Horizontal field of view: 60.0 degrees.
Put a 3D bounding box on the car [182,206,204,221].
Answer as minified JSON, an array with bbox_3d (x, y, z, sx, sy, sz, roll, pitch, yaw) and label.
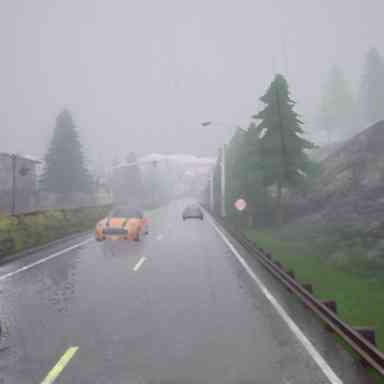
[{"bbox_3d":[0.091,1.987,31.898,1.994,1.385,4.181,0,-1,0],"label":"car"}]

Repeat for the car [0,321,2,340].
[{"bbox_3d":[-3.604,1.604,2.858,1.994,1.385,4.181,0,-1,0],"label":"car"}]

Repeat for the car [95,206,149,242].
[{"bbox_3d":[-3.593,1.588,17.724,2.097,1.767,4.553,0,-1,0],"label":"car"}]
